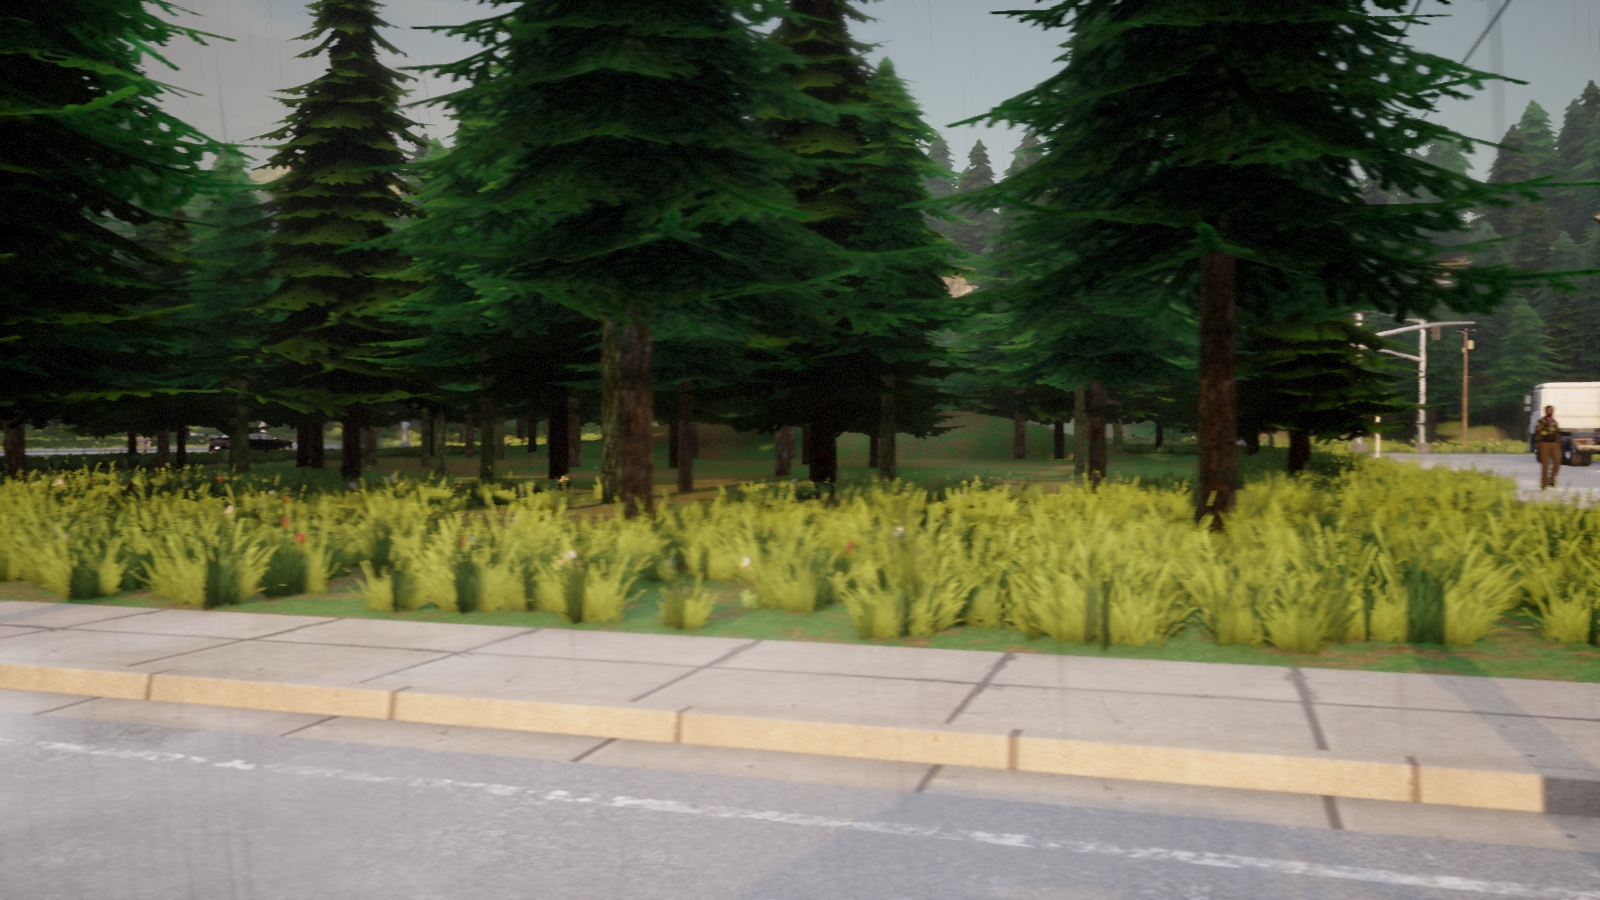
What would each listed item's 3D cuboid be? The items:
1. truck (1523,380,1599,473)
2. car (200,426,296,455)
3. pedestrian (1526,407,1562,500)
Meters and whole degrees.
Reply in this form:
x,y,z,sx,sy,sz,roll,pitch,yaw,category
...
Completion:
x,y,z,sx,sy,sz,roll,pitch,yaw,category
31.504,-0.916,50.324,2.891,3.462,7.936,1,1,19,truck
-29.882,-0.540,68.175,1.882,1.535,5.008,1,1,19,car
15.602,0.063,26.337,0.395,1.930,0.692,0,1,10,pedestrian
